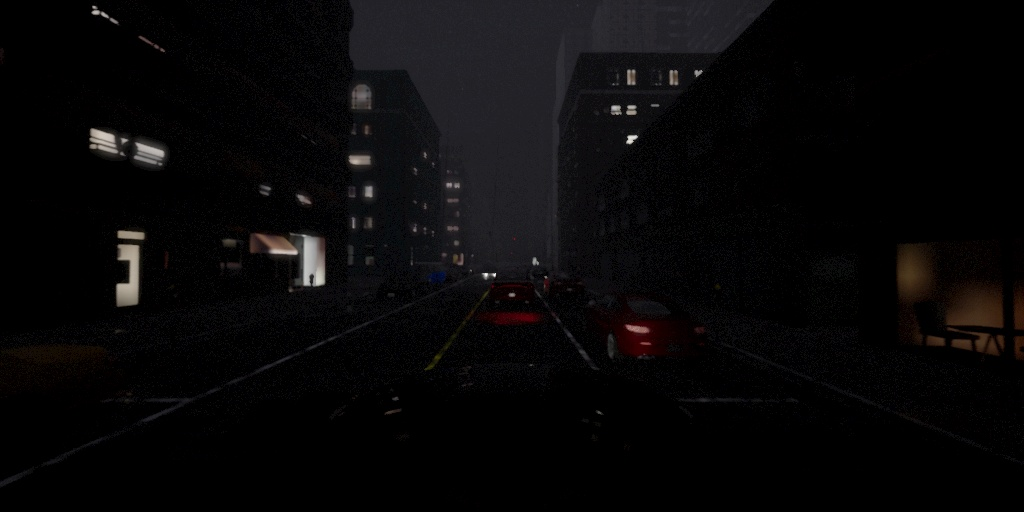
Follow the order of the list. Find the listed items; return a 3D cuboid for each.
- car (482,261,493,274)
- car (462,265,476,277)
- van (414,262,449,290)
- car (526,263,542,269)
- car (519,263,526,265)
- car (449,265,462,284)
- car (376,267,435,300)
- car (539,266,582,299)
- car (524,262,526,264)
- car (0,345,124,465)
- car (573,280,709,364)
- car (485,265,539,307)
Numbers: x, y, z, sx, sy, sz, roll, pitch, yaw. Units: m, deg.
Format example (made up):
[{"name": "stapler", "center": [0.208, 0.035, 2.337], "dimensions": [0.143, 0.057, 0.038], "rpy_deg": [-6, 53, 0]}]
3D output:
[{"name": "car", "center": [-2.993, 1.795, 51.251], "dimensions": [1.994, 1.385, 4.181], "rpy_deg": [0, -1, 0]}, {"name": "car", "center": [-5.678, 1.695, 41.145], "dimensions": [1.948, 1.339, 4.313], "rpy_deg": [0, 0, 0]}, {"name": "van", "center": [-5.683, 1.309, 24.576], "dimensions": [1.690, 1.789, 3.998], "rpy_deg": [0, 0, 0]}, {"name": "car", "center": [2.701, 1.642, 35.607], "dimensions": [1.948, 1.339, 4.313], "rpy_deg": [0, 0, 0]}, {"name": "car", "center": [0.013, 1.559, 31.233], "dimensions": [1.812, 1.442, 4.674], "rpy_deg": [0, 0, 0]}, {"name": "car", "center": [-5.681, 1.567, 30.099], "dimensions": [1.888, 1.381, 4.507], "rpy_deg": [0, 0, 0]}, {"name": "car", "center": [-5.684, 1.480, 19.052], "dimensions": [1.948, 1.339, 4.313], "rpy_deg": [0, 0, 0]}, {"name": "car", "center": [2.697, 1.460, 19.038], "dimensions": [1.888, 1.381, 4.507], "rpy_deg": [0, 0, 0]}, {"name": "car", "center": [2.704, 1.750, 46.654], "dimensions": [1.948, 1.339, 4.313], "rpy_deg": [0, 0, 0]}, {"name": "car", "center": [-5.689, 1.282, 2.313], "dimensions": [1.751, 1.417, 4.829], "rpy_deg": [0, 0, 0]}, {"name": "car", "center": [2.694, 1.391, 7.991], "dimensions": [1.802, 1.307, 4.207], "rpy_deg": [0, 0, 0]}, {"name": "car", "center": [0.010, 1.367, 16.336], "dimensions": [1.882, 1.535, 5.008], "rpy_deg": [0, 0, 0]}]
